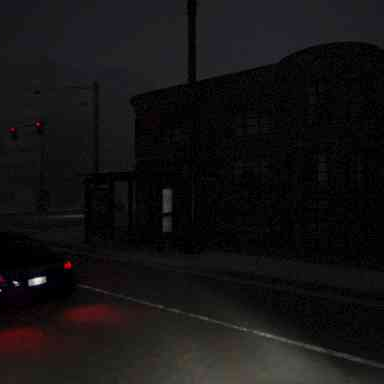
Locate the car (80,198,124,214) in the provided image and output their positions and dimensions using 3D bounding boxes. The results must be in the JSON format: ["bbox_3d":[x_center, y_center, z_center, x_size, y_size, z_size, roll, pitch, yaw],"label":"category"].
[{"bbox_3d":[-9.189,1.351,34.244,2.097,1.767,4.553,0,0,36],"label":"car"}]

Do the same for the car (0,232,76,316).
[{"bbox_3d":[-4.388,1.564,7.129,4.181,1.385,1.994,0,0,36],"label":"car"}]
